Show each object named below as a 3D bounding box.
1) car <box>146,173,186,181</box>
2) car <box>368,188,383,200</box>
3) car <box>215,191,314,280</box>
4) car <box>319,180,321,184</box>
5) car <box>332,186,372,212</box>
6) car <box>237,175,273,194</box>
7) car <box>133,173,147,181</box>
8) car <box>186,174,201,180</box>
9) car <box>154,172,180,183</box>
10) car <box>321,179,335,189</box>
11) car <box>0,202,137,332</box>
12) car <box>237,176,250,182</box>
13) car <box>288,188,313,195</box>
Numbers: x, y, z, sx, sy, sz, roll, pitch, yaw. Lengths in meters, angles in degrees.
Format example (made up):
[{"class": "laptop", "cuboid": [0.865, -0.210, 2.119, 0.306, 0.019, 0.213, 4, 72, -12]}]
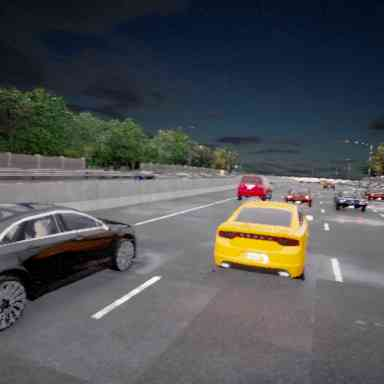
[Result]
[{"class": "car", "cuboid": [-2.741, -1.094, 36.488, 1.837, 1.490, 4.892, 4, 4, 20]}, {"class": "car", "cuboid": [19.072, 0.265, 34.541, 1.895, 1.301, 4.718, 4, 4, 20]}, {"class": "car", "cuboid": [2.070, 0.987, 8.757, 1.882, 1.535, 5.008, 4, 4, 20]}, {"class": "car", "cuboid": [33.508, -2.412, 83.753, 1.882, 1.535, 5.008, 4, 4, 20]}, {"class": "car", "cuboid": [11.360, 0.584, 24.079, 1.895, 1.301, 4.718, 4, 4, 20]}, {"class": "car", "cuboid": [5.255, -0.337, 27.330, 2.150, 2.045, 5.566, 4, 4, 20]}, {"class": "car", "cuboid": [-7.559, -2.436, 53.527, 1.895, 1.301, 4.718, 4, 4, 21]}, {"class": "car", "cuboid": [-0.025, -2.178, 53.765, 2.128, 1.511, 4.902, 4, 4, 20]}, {"class": "car", "cuboid": [-3.945, -2.340, 53.220, 2.128, 1.511, 4.902, 4, 4, 21]}, {"class": "car", "cuboid": [24.376, -1.278, 59.128, 1.812, 1.442, 4.674, 4, 4, 20]}, {"class": "car", "cuboid": [-2.728, 0.935, 5.863, 2.128, 1.511, 4.902, 4, 4, 20]}, {"class": "car", "cuboid": [11.595, -2.948, 74.871, 1.895, 1.301, 4.718, 4, 4, 20]}, {"class": "car", "cuboid": [8.320, 0.318, 25.635, 1.895, 1.301, 4.718, 4, 4, 20]}]
